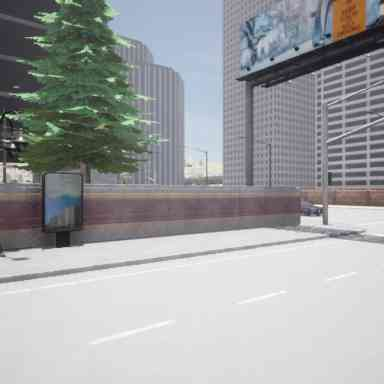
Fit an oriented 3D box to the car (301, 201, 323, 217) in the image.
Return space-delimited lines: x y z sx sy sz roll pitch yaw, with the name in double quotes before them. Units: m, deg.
"car" 10.475 1.564 31.923 1.994 1.385 4.181 0 0 -35
